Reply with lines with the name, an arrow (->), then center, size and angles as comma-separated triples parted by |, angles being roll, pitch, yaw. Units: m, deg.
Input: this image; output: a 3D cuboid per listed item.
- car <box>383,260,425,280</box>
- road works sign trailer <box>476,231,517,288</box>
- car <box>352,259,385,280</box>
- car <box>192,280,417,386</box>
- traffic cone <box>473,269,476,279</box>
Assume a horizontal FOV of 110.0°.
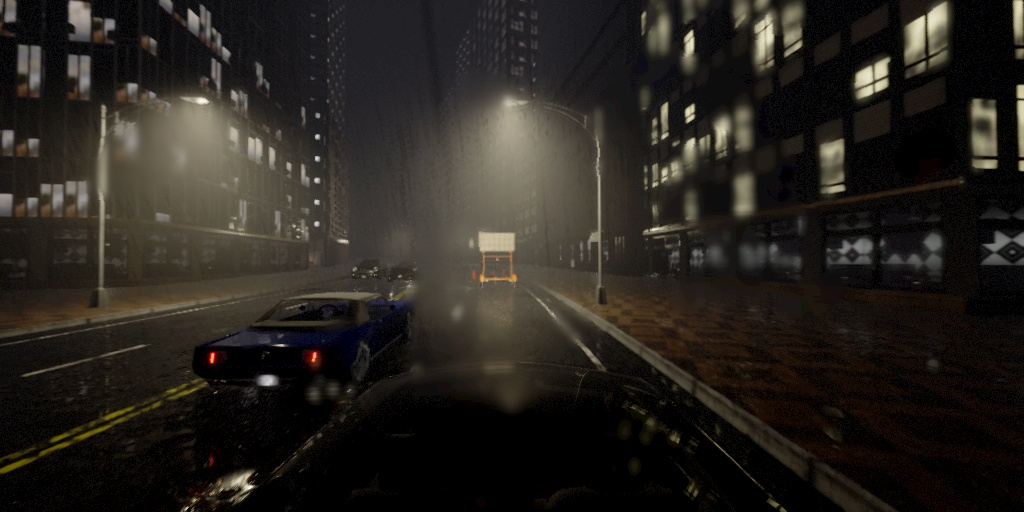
car -> -8.118, 1.242, 27.260 | 1.994, 1.385, 4.181 | 0, 0, -6
road works sign trailer -> -0.971, 0.149, 23.424 | 2.380, 3.560, 2.880 | 0, 0, -6
car -> -11.704, 1.022, 29.894 | 2.097, 1.767, 4.553 | 0, 0, -7
car -> -3.261, 1.342, 6.933 | 1.895, 1.301, 4.718 | 0, 0, -1
traffic cone -> -3.136, 1.621, 30.221 | 0.340, 0.580, 0.340 | 0, 0, -7
